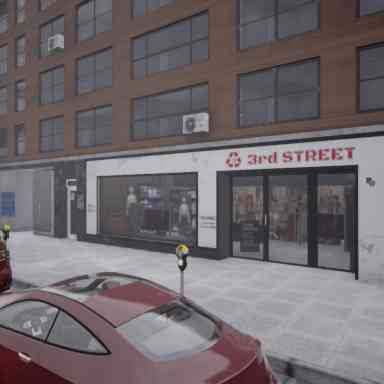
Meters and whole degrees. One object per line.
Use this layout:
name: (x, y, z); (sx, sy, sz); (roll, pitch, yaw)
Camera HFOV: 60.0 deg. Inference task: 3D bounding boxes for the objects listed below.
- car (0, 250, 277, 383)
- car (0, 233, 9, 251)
car: (-1.196, 1.582, 3.659); (4.206, 1.307, 1.802); (0, 0, 35)
car: (-5.693, 1.315, 6.858); (5.009, 1.841, 2.192); (0, 0, 35)
